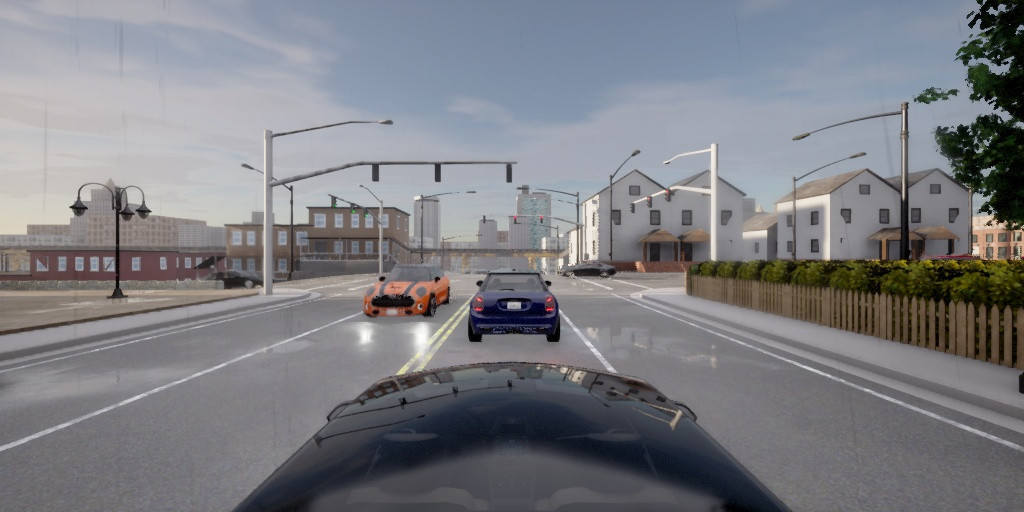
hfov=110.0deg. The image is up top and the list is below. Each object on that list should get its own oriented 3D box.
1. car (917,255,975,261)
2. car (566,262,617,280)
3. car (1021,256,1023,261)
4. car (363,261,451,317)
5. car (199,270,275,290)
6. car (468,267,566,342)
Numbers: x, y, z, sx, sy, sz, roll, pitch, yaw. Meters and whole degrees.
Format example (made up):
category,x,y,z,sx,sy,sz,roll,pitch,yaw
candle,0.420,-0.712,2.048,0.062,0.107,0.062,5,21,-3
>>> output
category,x,y,z,sx,sy,sz,roll,pitch,yaw
car,37.228,0.971,31.390,5.566,2.045,2.150,0,0,0
car,6.656,1.245,31.485,4.902,1.511,2.128,0,0,10
car,42.787,0.971,27.795,5.566,2.045,2.150,0,0,-1
car,-3.579,1.102,13.013,2.097,1.767,4.553,0,0,1
car,-20.506,1.789,26.777,4.892,1.490,1.837,-5,0,-1
car,0.056,1.102,9.967,2.097,1.767,4.553,0,0,0
